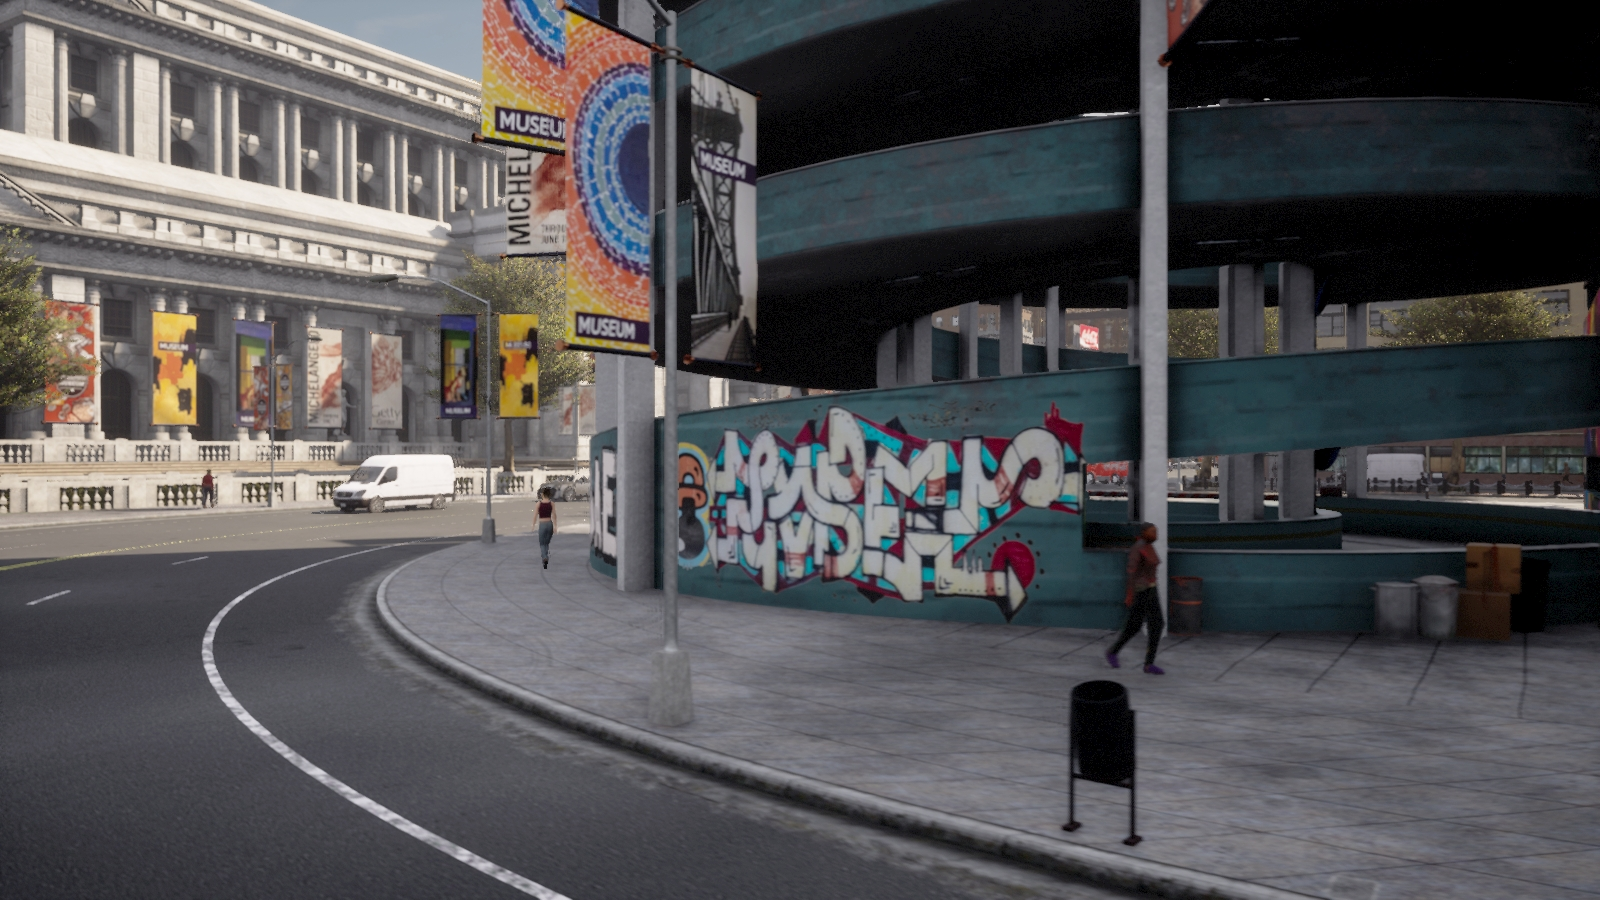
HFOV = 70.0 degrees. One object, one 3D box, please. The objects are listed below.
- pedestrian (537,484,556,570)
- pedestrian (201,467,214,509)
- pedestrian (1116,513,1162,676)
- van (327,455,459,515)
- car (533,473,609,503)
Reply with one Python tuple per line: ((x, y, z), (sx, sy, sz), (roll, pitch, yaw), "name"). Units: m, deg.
((-5.599, 1.688, 25.232), (0.375, 1.860, 0.375), (0, 0, -21), "pedestrian")
((-26.258, 1.671, 50.622), (0.375, 1.860, 0.375), (0, 0, -3), "pedestrian")
((4.017, 1.696, 13.524), (0.375, 1.860, 0.375), (0, 0, -40), "pedestrian")
((-18.495, 1.514, 52.211), (1.988, 2.561, 5.915), (0, 0, 27), "van")
((-12.455, 2.046, 62.343), (1.970, 1.475, 3.806), (0, 0, 33), "car")
